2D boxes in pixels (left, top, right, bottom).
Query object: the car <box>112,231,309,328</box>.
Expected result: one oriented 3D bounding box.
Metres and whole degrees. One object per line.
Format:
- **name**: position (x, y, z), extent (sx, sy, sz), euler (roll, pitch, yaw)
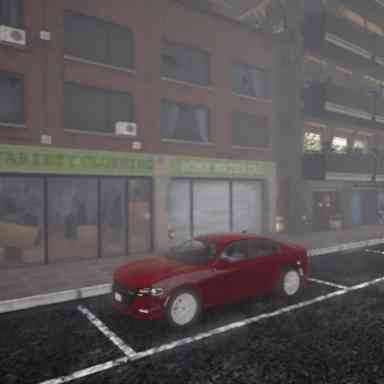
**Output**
- **car**: position (0.577, 1.550, 6.978), extent (4.507, 1.381, 1.887), euler (0, -1, -35)
